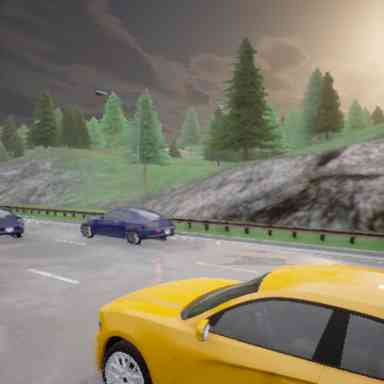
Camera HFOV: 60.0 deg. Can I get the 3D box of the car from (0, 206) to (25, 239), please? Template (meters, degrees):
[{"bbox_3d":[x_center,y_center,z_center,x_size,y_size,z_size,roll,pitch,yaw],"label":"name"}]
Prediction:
[{"bbox_3d":[-9.211,1.312,14.681,4.674,1.442,1.812,1,1,35],"label":"car"}]

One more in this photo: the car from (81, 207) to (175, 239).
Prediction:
[{"bbox_3d":[-2.844,1.371,14.494,4.674,1.442,1.812,1,1,35],"label":"car"}]

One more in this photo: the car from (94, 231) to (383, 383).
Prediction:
[{"bbox_3d":[1.181,1.461,3.079,5.008,1.535,1.882,1,1,36],"label":"car"}]
